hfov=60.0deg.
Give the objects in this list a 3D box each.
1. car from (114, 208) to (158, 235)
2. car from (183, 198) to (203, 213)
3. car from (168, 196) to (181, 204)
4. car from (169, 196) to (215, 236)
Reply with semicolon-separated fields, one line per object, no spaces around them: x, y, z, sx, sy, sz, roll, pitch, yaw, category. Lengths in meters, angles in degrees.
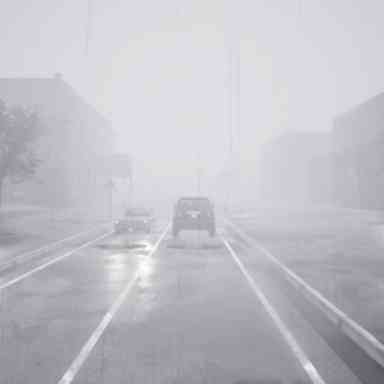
-3.105;1.601;19.076;1.895;1.301;4.718;0;0;0;car
0.090;1.454;37.098;2.128;1.511;4.902;0;0;0;car
-3.051;1.404;59.704;2.033;1.411;5.357;0;0;1;car
0.095;1.227;18.525;2.150;2.045;5.566;0;0;0;car
